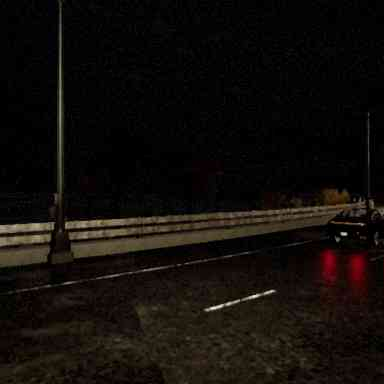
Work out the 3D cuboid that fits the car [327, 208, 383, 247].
[{"bbox_3d":[7.922,1.493,15.180,4.902,1.511,2.128,0,0,-44],"label":"car"}]
